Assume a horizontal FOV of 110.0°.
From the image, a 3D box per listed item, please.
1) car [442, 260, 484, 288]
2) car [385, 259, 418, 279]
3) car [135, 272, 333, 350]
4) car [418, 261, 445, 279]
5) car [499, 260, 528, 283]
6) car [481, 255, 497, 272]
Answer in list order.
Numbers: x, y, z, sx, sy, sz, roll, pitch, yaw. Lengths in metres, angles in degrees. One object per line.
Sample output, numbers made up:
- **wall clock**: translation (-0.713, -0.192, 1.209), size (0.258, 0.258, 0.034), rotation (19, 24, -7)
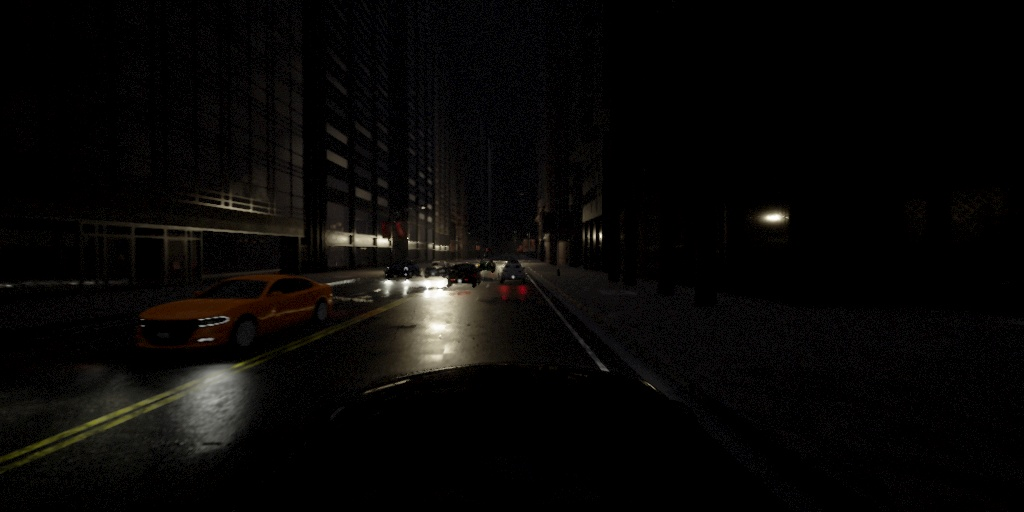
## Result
- **car**: translation (-3.167, 1.262, 24.242), size (1.837, 1.490, 4.892), rotation (0, 0, 0)
- **car**: translation (-9.778, 1.108, 32.339), size (2.097, 1.767, 4.553), rotation (0, 0, 1)
- **car**: translation (-6.587, 1.229, 9.271), size (1.882, 1.535, 5.008), rotation (0, 0, 0)
- **car**: translation (-6.528, 1.250, 32.271), size (2.128, 1.511, 4.902), rotation (0, 0, 1)
- **car**: translation (0.086, 1.283, 28.003), size (1.812, 1.442, 4.674), rotation (0, 0, 0)
- **car**: translation (-3.148, 1.110, 45.255), size (2.097, 1.767, 4.553), rotation (0, 0, 0)
